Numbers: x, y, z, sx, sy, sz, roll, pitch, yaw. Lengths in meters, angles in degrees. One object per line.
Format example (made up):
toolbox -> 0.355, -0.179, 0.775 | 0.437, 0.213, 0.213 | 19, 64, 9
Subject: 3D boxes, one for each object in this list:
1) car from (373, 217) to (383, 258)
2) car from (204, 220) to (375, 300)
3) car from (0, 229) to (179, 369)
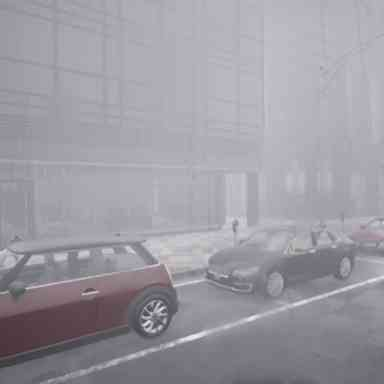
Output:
car -> 6.912, 1.516, 11.440 | 4.206, 1.307, 1.802 | 0, 0, -35
car -> 2.306, 1.516, 8.169 | 4.403, 1.369, 2.008 | 0, 0, -35
car -> -2.300, 1.436, 4.899 | 4.097, 1.590, 1.967 | 0, 0, -35
